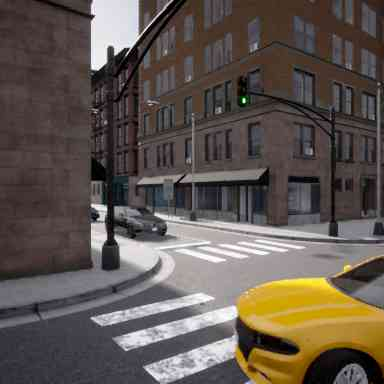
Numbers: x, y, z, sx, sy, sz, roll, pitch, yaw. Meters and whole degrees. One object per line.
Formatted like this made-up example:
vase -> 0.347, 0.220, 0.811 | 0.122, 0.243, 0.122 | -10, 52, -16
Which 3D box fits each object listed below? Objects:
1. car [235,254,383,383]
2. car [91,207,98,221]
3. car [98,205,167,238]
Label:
car -> 3.033, 1.479, 4.065 | 5.008, 1.535, 1.882 | 0, -1, -1
car -> -8.719, 1.398, 25.197 | 2.033, 1.411, 5.357 | 0, 0, -36
car -> -3.064, 1.436, 17.271 | 1.812, 1.442, 4.674 | 0, 0, -35
